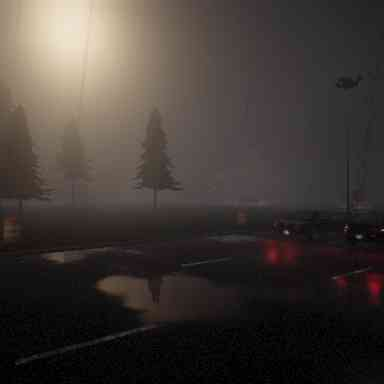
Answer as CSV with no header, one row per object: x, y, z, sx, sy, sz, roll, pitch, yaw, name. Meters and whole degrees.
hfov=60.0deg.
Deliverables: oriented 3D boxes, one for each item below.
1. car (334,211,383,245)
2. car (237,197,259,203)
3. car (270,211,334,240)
8.269,1.530,14.066,4.674,1.442,1.812,0,0,-35,car
11.418,1.652,67.464,1.895,1.301,4.718,0,0,-35,car
6.261,1.613,16.933,4.718,1.301,1.895,0,0,-35,car
